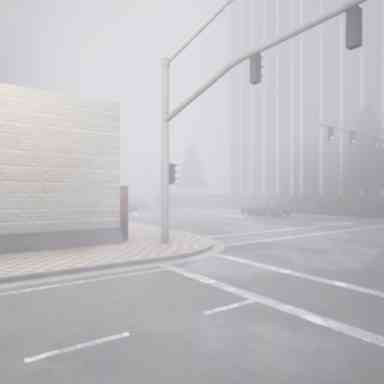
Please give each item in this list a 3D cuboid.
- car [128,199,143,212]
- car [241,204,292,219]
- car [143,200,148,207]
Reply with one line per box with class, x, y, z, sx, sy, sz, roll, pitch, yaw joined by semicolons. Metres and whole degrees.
car;-8.223;1.647;39.558;2.033;1.411;5.357;0;0;-35
car;6.722;1.718;30.777;1.895;1.301;4.718;0;0;-36
car;-8.616;1.719;52.265;1.994;1.385;4.181;0;-1;-35
